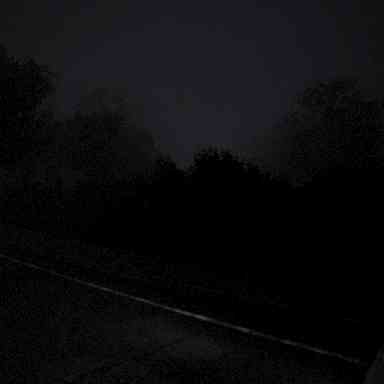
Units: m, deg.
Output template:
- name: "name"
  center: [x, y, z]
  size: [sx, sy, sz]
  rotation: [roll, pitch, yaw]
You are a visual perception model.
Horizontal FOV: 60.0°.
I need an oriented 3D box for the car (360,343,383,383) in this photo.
- name: "car"
  center: [3.435, 1.611, 1.614]
  size: [4.718, 1.301, 1.895]
  rotation: [0, 0, 35]
